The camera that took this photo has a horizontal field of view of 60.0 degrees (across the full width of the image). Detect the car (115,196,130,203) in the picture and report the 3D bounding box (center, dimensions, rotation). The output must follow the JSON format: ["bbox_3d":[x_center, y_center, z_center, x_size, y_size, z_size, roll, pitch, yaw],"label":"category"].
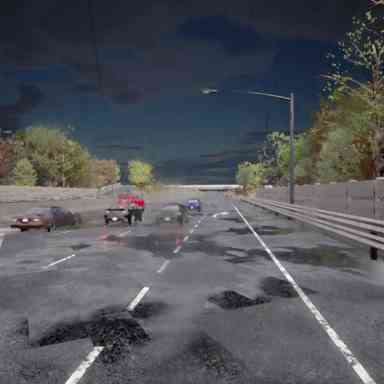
[{"bbox_3d":[-14.573,1.602,69.734,1.994,1.385,4.181,0,0,5],"label":"car"}]

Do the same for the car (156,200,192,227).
[{"bbox_3d":[-1.290,1.527,22.973,1.812,1.442,4.674,0,0,6],"label":"car"}]

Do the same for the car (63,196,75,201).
[{"bbox_3d":[-25.143,1.525,69.472,1.882,1.535,5.008,0,0,5],"label":"car"}]

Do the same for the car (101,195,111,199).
[{"bbox_3d":[-17.937,1.408,71.336,2.097,1.767,4.553,0,0,5],"label":"car"}]

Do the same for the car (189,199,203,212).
[{"bbox_3d":[0.223,1.531,39.100,1.812,1.442,4.674,0,0,5],"label":"car"}]

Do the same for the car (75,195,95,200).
[{"bbox_3d":[-21.695,1.401,68.759,2.097,1.767,4.553,0,0,5],"label":"car"}]

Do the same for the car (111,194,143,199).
[{"bbox_3d":[-6.922,1.224,37.813,2.150,2.045,5.566,0,0,6],"label":"car"}]

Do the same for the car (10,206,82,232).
[{"bbox_3d":[-8.586,1.547,20.118,2.033,1.411,5.357,0,0,5],"label":"car"}]

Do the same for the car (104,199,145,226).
[{"bbox_3d":[-4.731,1.493,23.748,2.128,1.511,4.902,0,0,5],"label":"car"}]
